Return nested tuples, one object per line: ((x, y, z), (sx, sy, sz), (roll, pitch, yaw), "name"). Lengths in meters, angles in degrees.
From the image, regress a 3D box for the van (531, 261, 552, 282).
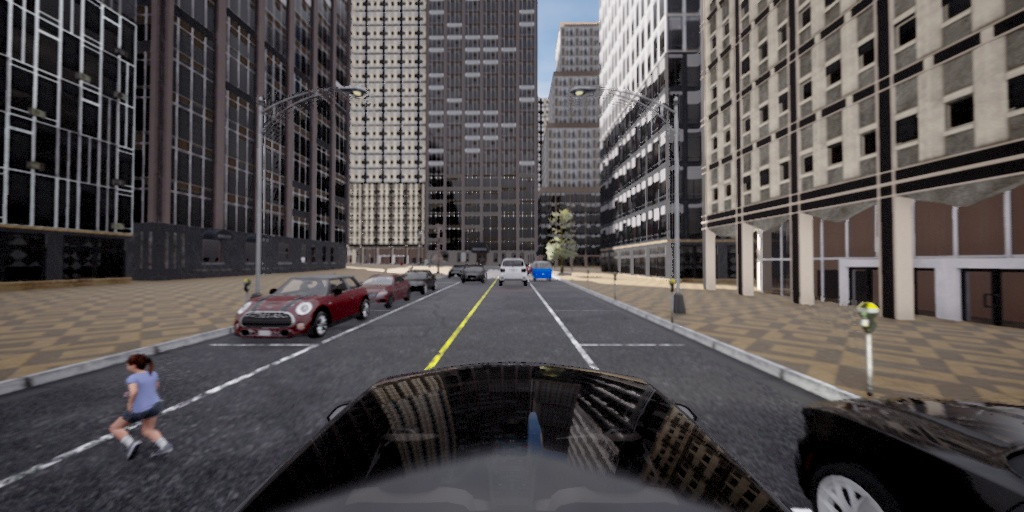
((2.693, 1.360, 32.794), (1.690, 1.789, 3.998), (0, 0, 0), "van")

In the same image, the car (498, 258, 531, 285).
((0.094, 1.208, 28.702), (2.150, 2.045, 5.566), (0, 0, 0), "car")

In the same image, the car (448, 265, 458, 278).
((-5.688, 1.634, 38.443), (1.948, 1.339, 4.313), (0, 0, 0), "car")

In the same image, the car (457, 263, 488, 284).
((-3.096, 1.501, 30.099), (1.837, 1.490, 4.892), (0, 0, 0), "car")

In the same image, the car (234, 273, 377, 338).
((-5.689, 1.264, 10.230), (1.967, 1.591, 4.097), (0, 0, 0), "car")

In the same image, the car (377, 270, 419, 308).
((-5.689, 1.455, 15.873), (1.802, 1.307, 4.207), (0, 0, 0), "car")

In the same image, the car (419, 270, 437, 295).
((-5.689, 1.488, 21.515), (1.948, 1.339, 4.313), (0, 0, 0), "car")

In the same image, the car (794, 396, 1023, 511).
((3.000, 1.219, 0.569), (1.882, 1.535, 5.008), (0, 0, 0), "car")

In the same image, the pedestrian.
((-3.672, 1.440, 3.578), (0.500, 1.100, 0.500), (1, -1, 0), "pedestrian")
